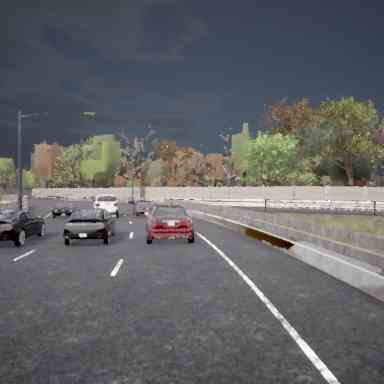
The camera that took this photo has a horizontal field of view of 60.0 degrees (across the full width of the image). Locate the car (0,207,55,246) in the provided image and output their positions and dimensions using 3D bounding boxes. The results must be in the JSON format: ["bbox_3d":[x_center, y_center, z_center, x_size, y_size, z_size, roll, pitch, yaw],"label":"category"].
[{"bbox_3d":[-8.107,1.493,15.015,2.128,1.511,4.902,0,0,-8],"label":"car"}]

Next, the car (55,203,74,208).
[{"bbox_3d":[-11.368,1.614,29.929,1.895,1.301,4.718,0,0,-16],"label":"car"}]

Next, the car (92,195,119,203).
[{"bbox_3d":[-8.010,1.256,30.917,2.150,2.045,5.566,0,0,-16],"label":"car"}]

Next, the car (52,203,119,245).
[{"bbox_3d":[-4.644,1.493,15.516,2.128,1.511,4.902,0,0,-8],"label":"car"}]

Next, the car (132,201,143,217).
[{"bbox_3d":[-4.644,1.561,31.876,2.033,1.411,5.357,0,0,-16],"label":"car"}]

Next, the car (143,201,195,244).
[{"bbox_3d":[-1.176,1.364,15.989,2.097,1.767,4.553,0,0,-8],"label":"car"}]
